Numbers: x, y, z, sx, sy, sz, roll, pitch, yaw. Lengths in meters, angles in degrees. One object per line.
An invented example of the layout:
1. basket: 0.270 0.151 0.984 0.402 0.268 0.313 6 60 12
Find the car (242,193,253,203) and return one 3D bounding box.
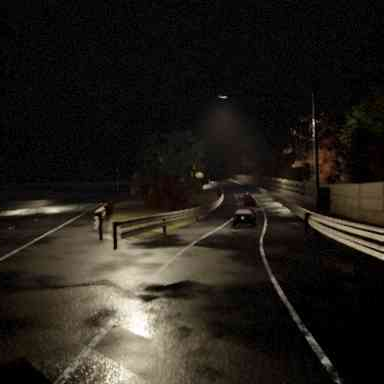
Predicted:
1. car: 10.533 1.143 63.200 1.812 1.442 4.674 -1 3 6

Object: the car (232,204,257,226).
1. car: 4.582 2.123 28.925 2.033 1.411 5.357 -1 -1 13

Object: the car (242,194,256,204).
1. car: 9.183 1.595 53.185 1.882 1.535 5.008 -1 2 8
